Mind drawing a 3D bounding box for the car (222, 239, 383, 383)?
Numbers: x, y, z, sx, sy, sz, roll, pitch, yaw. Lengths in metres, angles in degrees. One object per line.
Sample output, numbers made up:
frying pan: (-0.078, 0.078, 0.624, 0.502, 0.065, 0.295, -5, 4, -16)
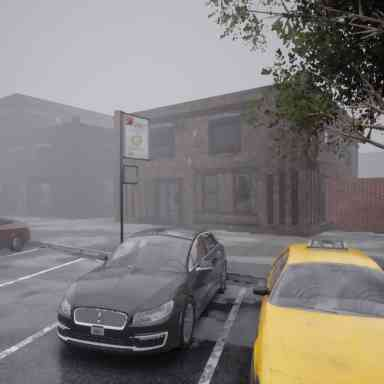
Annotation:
car: (1.872, 1.480, 4.536, 1.946, 1.575, 5.366, 1, -1, 16)

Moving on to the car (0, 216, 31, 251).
car: (-7.830, 1.528, 11.710, 2.002, 1.452, 4.674, 1, -1, 16)

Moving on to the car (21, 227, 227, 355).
car: (-0.514, 1.487, 6.467, 2.231, 1.521, 4.892, 1, -1, 16)
